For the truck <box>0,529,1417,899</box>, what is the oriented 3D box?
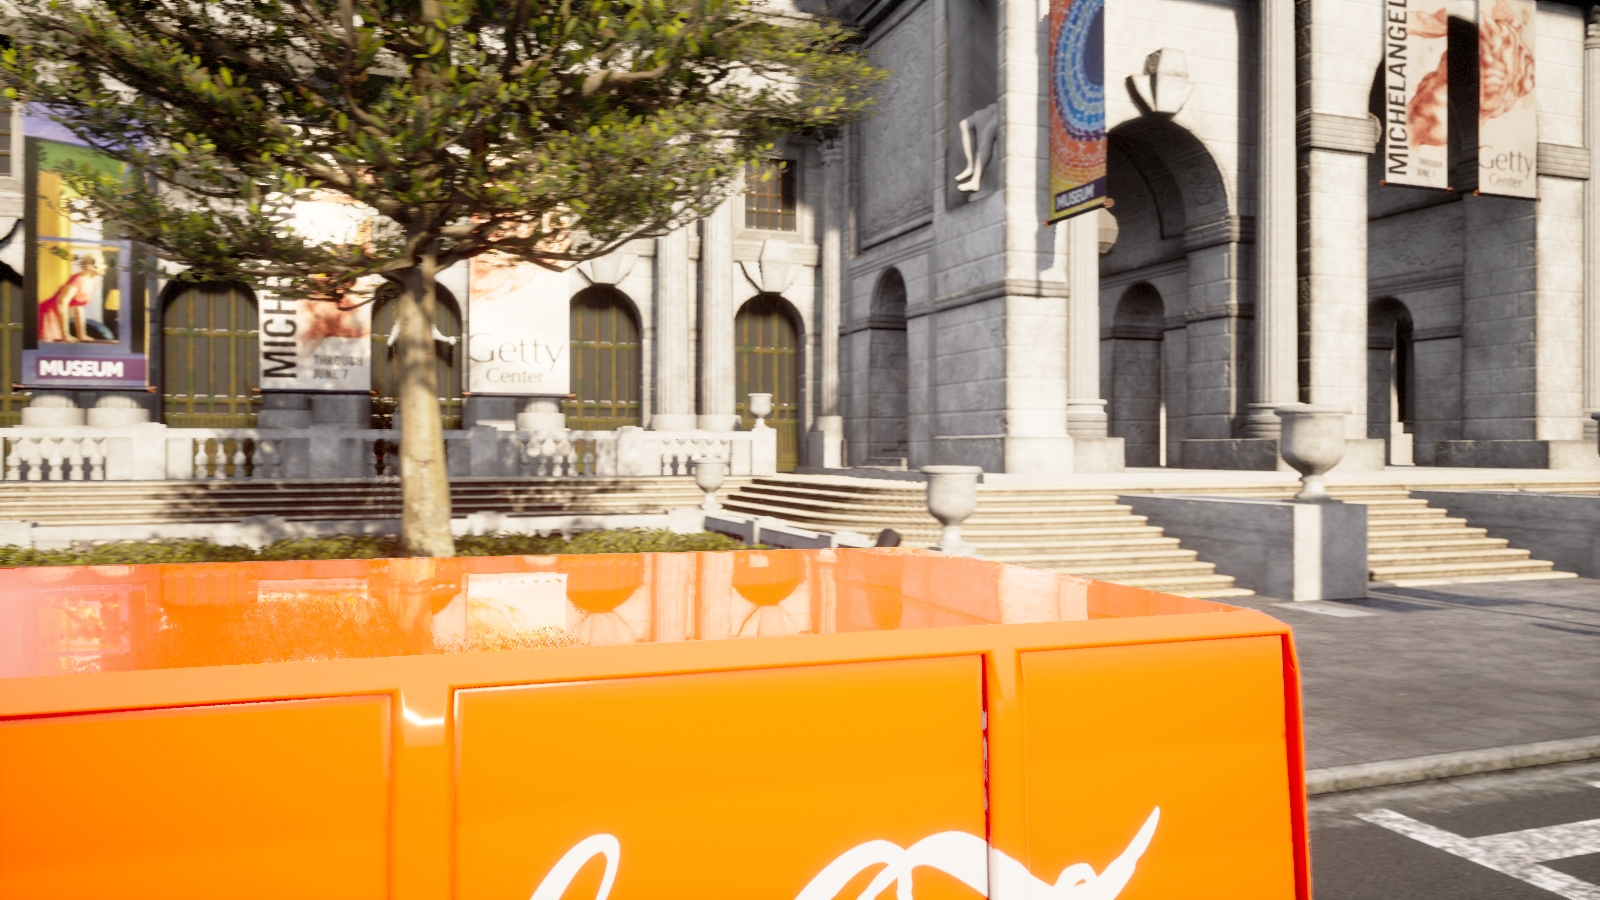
[{"bbox_3d":[-1.614,1.568,2.713,5.204,2.467,2.627,0,0,-20],"label":"truck"}]
